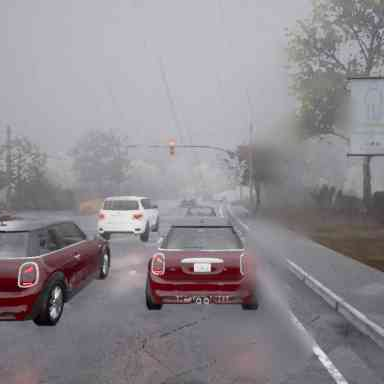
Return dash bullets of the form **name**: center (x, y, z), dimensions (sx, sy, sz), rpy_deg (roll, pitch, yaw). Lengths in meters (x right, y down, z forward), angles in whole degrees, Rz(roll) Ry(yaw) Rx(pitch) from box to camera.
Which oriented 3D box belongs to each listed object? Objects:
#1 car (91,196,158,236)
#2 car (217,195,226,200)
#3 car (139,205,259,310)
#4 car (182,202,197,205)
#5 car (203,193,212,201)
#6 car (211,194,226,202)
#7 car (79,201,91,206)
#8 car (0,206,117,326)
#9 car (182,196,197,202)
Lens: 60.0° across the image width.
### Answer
- **car**: center (-3.046, 1.221, 16.924), dimensions (2.150, 2.045, 5.566), rpy_deg (0, 0, 2)
- **car**: center (7.693, 1.392, 85.668), dimensions (1.812, 1.442, 4.674), rpy_deg (0, 0, 10)
- **car**: center (0.219, 1.352, 7.992), dimensions (2.097, 1.767, 4.553), rpy_deg (0, 0, 1)
- **car**: center (0.473, 1.492, 17.199), dimensions (2.128, 1.511, 4.902), rpy_deg (0, 0, 2)
- **car**: center (4.188, 1.225, 85.939), dimensions (2.150, 2.045, 5.566), rpy_deg (0, 0, 10)
- **car**: center (6.001, 1.590, 75.576), dimensions (1.895, 1.301, 4.718), rpy_deg (0, 0, 9)
- **car**: center (-9.154, 1.477, 34.580), dimensions (5.008, 1.535, 1.882), rpy_deg (0, 0, -4)
- **car**: center (-3.290, 1.352, 7.247), dimensions (2.097, 1.767, 4.553), rpy_deg (0, 0, 1)
- **car**: center (-0.358, 1.352, 53.329), dimensions (2.097, 1.767, 4.553), rpy_deg (0, 0, 6)
